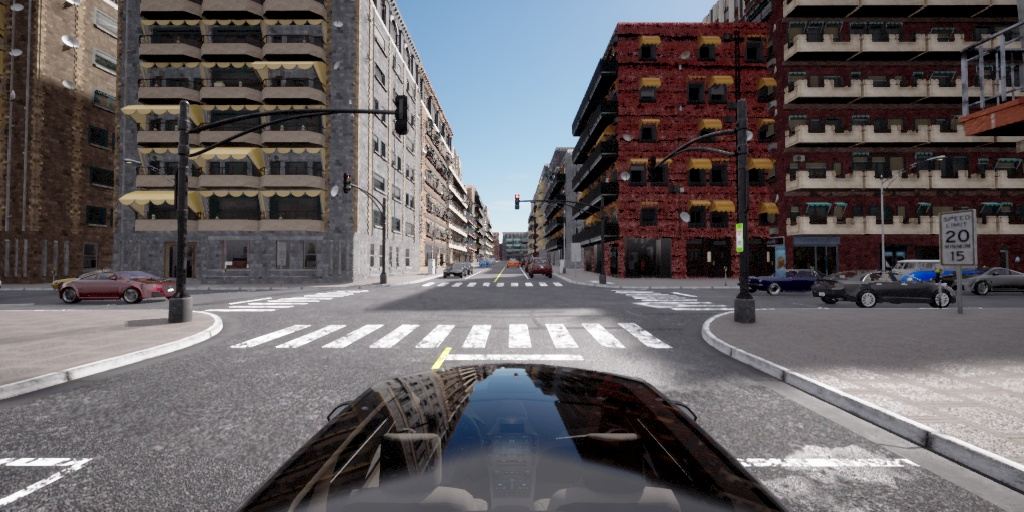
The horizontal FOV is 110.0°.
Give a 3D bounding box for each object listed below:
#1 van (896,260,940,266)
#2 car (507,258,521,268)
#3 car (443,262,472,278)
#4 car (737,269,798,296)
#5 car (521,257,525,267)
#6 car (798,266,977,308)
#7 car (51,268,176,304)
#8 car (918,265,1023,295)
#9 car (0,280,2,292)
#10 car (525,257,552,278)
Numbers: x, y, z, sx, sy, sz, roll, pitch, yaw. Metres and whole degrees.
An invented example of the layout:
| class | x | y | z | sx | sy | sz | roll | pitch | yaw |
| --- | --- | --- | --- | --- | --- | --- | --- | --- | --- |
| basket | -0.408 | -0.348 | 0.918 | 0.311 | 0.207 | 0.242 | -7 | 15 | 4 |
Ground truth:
| class | x | y | z | sx | sy | sz | roll | pitch | yaw |
| --- | --- | --- | --- | --- | --- | --- | --- | --- | --- |
| van | 24.931 | 1.115 | 21.216 | 3.998 | 1.789 | 1.690 | 0 | 0 | 0 |
| car | 0.186 | 1.176 | 63.723 | 2.097 | 1.767 | 4.553 | 0 | 0 | 0 |
| car | -5.269 | 1.328 | 33.655 | 1.948 | 1.339 | 4.313 | 0 | 0 | 0 |
| car | 14.576 | 1.347 | 18.804 | 4.718 | 1.301 | 1.895 | 0 | -1 | -2 |
| car | 2.628 | 1.086 | 44.812 | 2.192 | 1.841 | 5.009 | 0 | 0 | 0 |
| car | 13.762 | 1.185 | 13.380 | 4.403 | 1.370 | 2.007 | 0 | 0 | 0 |
| car | -17.187 | 1.339 | 15.978 | 4.181 | 1.385 | 1.994 | 0 | -1 | 0 |
| car | 24.582 | 1.287 | 18.768 | 4.181 | 1.385 | 1.994 | 0 | -1 | 0 |
| car | -26.676 | 1.027 | 16.022 | 5.566 | 2.045 | 2.150 | 0 | -1 | 0 |
| car | 2.612 | 1.076 | 33.689 | 2.192 | 1.841 | 5.009 | 0 | 0 | 0 |
